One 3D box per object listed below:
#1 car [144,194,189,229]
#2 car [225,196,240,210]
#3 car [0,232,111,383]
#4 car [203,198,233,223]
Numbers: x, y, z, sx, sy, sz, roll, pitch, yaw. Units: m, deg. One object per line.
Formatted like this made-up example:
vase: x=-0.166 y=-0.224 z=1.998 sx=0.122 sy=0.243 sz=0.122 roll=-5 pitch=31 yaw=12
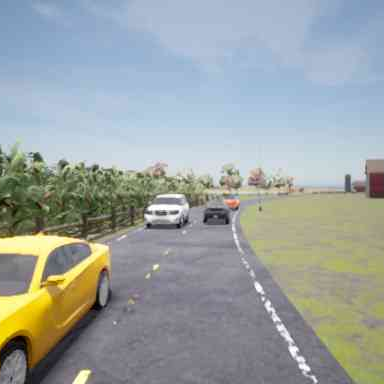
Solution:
car: x=-1.490 y=1.178 z=21.790 sx=2.150 sy=2.045 sz=5.566 roll=0 pitch=0 yaw=7
car: x=4.991 y=1.270 z=42.374 sx=2.097 sy=1.767 sz=4.553 roll=0 pitch=0 yaw=12
car: x=-2.673 y=1.466 z=4.994 sx=1.882 sy=1.535 sz=5.008 roll=0 pitch=0 yaw=2
car: x=1.945 y=1.464 z=25.327 sx=1.837 sy=1.490 sz=4.892 roll=0 pitch=0 yaw=7
